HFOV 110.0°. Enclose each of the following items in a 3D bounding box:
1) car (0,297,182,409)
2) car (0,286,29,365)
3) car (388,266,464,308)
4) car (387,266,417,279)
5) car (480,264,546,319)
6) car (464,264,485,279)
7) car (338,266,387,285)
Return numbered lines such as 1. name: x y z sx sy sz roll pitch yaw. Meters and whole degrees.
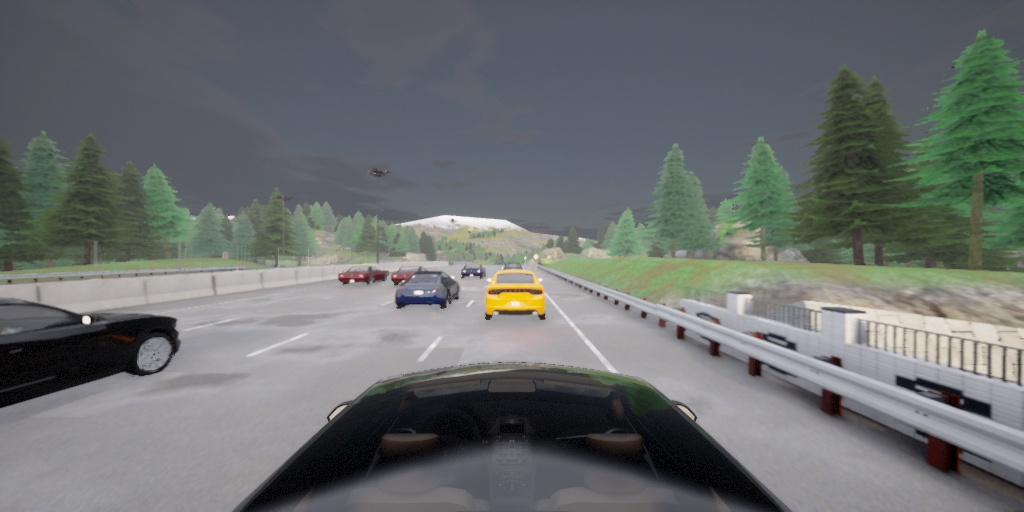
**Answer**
1. car: -6.899 1.226 4.383 1.882 1.535 5.008 0 0 0
2. car: -10.399 1.296 4.279 2.033 1.411 5.357 0 0 0
3. car: -3.399 1.306 15.063 1.994 1.385 4.181 0 0 0
4. car: -6.899 1.338 25.331 1.895 1.301 4.718 0 0 0
5. car: 0.100 1.220 12.773 1.882 1.535 5.008 0 0 0
6. car: -3.400 1.333 32.445 1.895 1.301 4.718 0 0 0
7. car: -10.400 1.337 25.544 1.895 1.301 4.718 0 0 0
